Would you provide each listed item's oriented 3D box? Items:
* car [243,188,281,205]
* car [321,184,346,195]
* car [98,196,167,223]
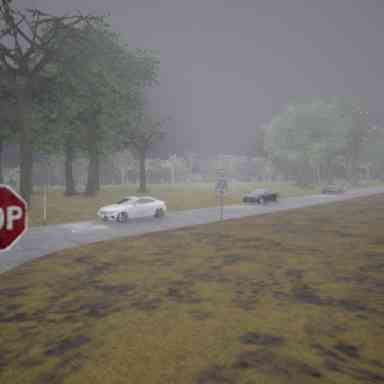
[{"bbox_3d":[6.828,0.365,32.361,1.882,1.535,5.008,1,3,42],"label":"car"},{"bbox_3d":[20.101,-0.374,47.026,2.033,1.411,5.357,1,3,42],"label":"car"},{"bbox_3d":[-3.591,1.009,20.737,1.812,1.442,4.674,1,3,42],"label":"car"}]
